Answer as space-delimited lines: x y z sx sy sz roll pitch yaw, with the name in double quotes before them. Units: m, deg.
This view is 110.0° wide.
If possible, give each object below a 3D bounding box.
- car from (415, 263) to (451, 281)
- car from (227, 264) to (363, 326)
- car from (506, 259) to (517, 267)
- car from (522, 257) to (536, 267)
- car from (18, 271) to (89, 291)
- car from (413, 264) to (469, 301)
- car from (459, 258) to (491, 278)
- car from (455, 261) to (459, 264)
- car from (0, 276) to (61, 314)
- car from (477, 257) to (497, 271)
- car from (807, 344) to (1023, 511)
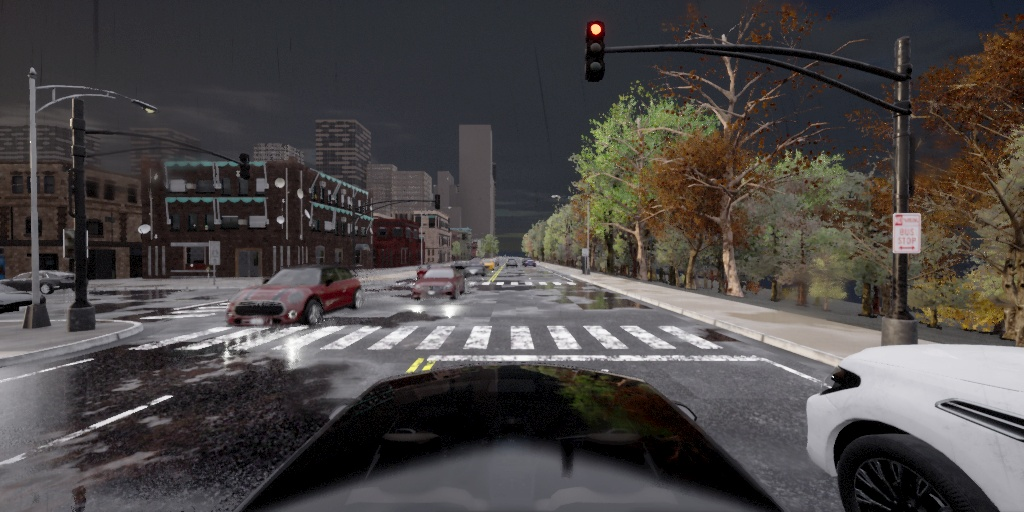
"car" -6.737 1.342 31.029 1.895 1.301 4.718 0 0 2
"car" -6.619 1.101 11.537 2.097 1.767 4.553 0 0 0
"car" -0.030 1.290 64.091 1.994 1.385 4.181 0 0 0
"car" 3.227 1.252 64.060 1.812 1.442 4.674 0 0 0
"car" -28.318 1.560 21.612 4.403 1.370 2.007 0 0 0
"car" -3.379 1.272 17.336 1.812 1.442 4.674 0 0 0
"car" -3.414 1.231 34.043 2.128 1.511 4.902 0 0 0
"car" -6.685 1.335 46.225 1.895 1.301 4.718 0 0 0
"car" -19.969 1.565 13.115 4.313 1.339 1.948 0 0 0
"car" -3.438 1.211 49.299 1.882 1.535 5.008 0 1 0
"car" 3.356 0.972 0.357 2.150 2.045 5.566 0 0 0
